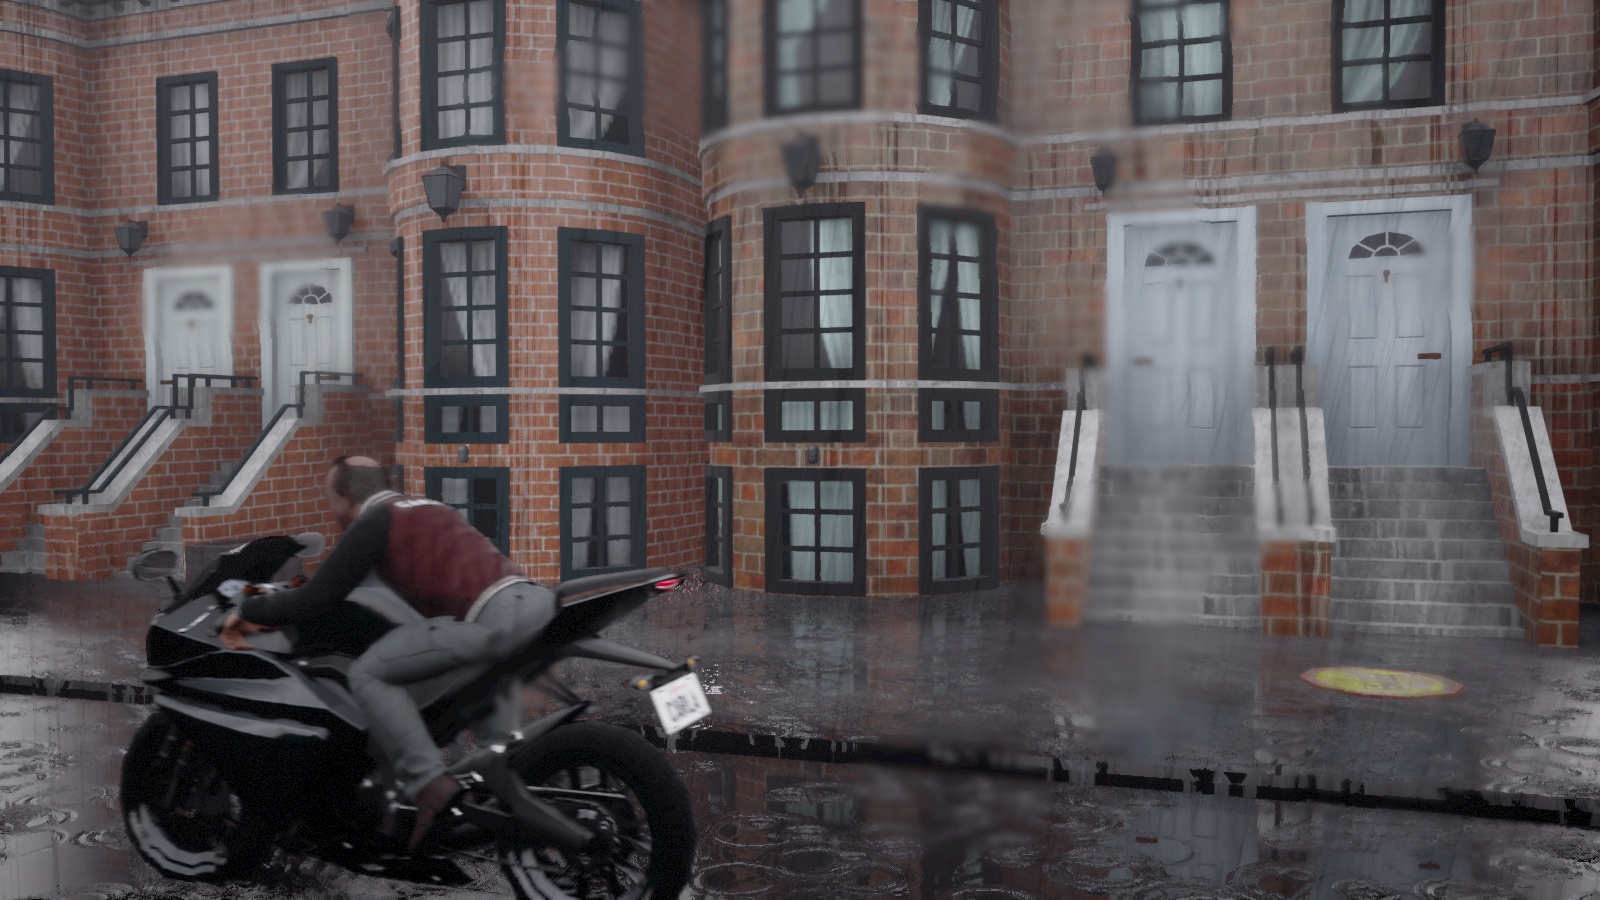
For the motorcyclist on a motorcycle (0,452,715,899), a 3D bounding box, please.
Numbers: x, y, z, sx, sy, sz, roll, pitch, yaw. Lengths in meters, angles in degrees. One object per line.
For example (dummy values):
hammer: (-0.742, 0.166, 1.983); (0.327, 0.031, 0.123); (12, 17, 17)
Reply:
motorcyclist on a motorcycle: (-1.466, 0.788, 4.214); (2.191, 1.530, 0.866); (1, 1, 19)
